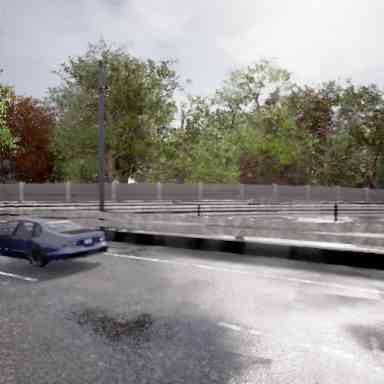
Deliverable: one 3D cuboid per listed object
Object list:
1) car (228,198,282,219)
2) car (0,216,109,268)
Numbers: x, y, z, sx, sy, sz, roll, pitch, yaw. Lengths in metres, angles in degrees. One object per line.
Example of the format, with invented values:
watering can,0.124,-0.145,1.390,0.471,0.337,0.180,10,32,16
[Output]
car,5.358,1.266,28.453,4.553,1.767,2.097,1,0,-16
car,-5.314,1.537,11.209,5.357,1.411,2.033,0,0,29
